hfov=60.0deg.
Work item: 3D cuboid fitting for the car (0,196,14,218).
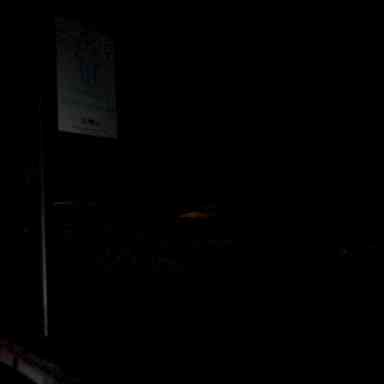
[{"bbox_3d":[-16.787,1.443,34.845,1.946,1.575,5.366,0,0,35],"label":"car"}]

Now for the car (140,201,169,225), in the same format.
[{"bbox_3d":[-1.040,1.504,23.458,2.163,1.488,4.792,0,0,35],"label":"car"}]

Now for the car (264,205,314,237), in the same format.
[{"bbox_3d":[5.714,1.512,18.586,2.163,1.488,4.792,0,0,35],"label":"car"}]

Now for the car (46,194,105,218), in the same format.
[{"bbox_3d":[-10.122,1.211,29.844,2.435,2.045,5.566,0,0,35],"label":"car"}]

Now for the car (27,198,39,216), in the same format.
[{"bbox_3d":[-12.370,1.461,31.471,2.231,1.521,4.892,0,0,35],"label":"car"}]

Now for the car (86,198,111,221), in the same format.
[{"bbox_3d":[-5.577,1.468,26.655,2.097,1.535,5.008,0,0,35],"label":"car"}]

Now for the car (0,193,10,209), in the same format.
[{"bbox_3d":[-25.928,1.133,41.152,2.435,2.045,5.566,1,0,35],"label":"car"}]

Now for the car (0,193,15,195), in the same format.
[{"bbox_3d":[-23.698,1.152,39.497,2.435,2.045,5.566,0,0,35],"label":"car"}]

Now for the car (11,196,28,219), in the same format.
[{"bbox_3d":[-14.634,1.454,33.081,2.097,1.535,5.008,0,0,35],"label":"car"}]

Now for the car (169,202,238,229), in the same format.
[{"bbox_3d":[1.098,1.474,21.675,1.946,1.575,5.366,0,0,35],"label":"car"}]

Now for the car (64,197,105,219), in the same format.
[{"bbox_3d":[-7.840,1.465,28.264,2.097,1.535,5.008,0,0,35],"label":"car"}]

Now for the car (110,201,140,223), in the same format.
[{"bbox_3d":[-3.314,1.472,25.048,2.231,1.521,4.892,0,0,35],"label":"car"}]
